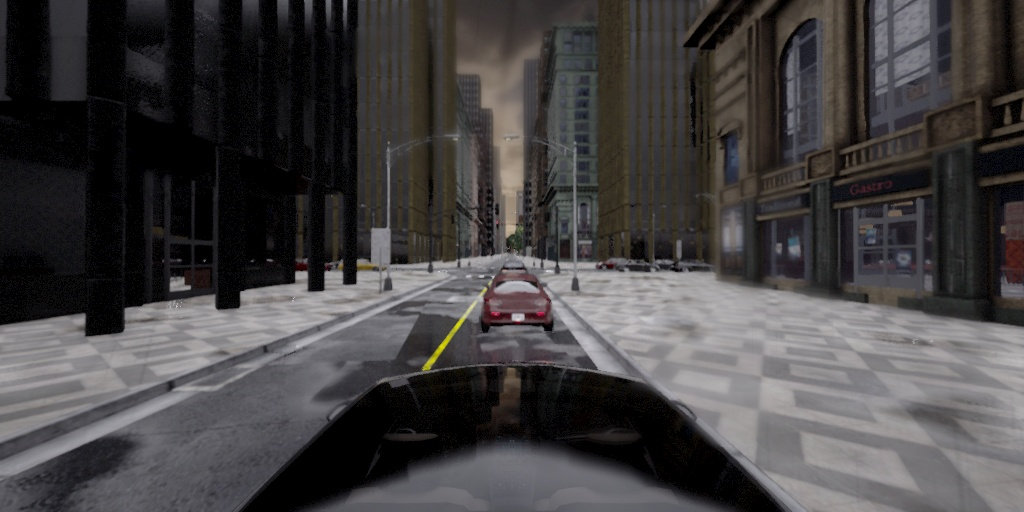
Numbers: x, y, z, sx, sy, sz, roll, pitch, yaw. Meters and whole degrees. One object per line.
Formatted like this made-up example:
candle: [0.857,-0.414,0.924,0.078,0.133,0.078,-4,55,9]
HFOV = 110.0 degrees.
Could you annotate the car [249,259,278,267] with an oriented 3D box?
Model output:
car: [-30.942,0.949,43.949,4.507,1.381,1.888,0,0,0]

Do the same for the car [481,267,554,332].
car: [0.098,1.205,10.428,1.812,1.442,4.674,0,0,-1]

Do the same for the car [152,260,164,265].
car: [-41.740,0.971,43.918,4.207,1.307,1.802,0,0,0]

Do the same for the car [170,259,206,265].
car: [-30.648,0.912,35.425,4.313,1.339,1.948,0,0,0]

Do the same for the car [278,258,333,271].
car: [-20.048,0.911,35.456,4.507,1.381,1.888,0,0,0]

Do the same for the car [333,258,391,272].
car: [-14.579,0.904,35.472,4.829,1.417,1.751,0,0,0]

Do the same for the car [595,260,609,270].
car: [12.346,0.957,44.076,4.097,1.591,1.967,0,0,0]

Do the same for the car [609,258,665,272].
car: [12.341,1.010,35.551,4.403,1.370,2.007,0,0,0]

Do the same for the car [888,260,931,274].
car: [40.683,1.041,35.633,4.097,1.591,1.967,0,0,0]

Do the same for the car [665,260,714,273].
car: [18.011,1.046,35.567,4.313,1.339,1.948,0,0,0]

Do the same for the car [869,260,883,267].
car: [46.358,1.138,44.175,4.097,1.591,1.967,0,0,0]

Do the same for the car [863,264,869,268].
car: [40.688,1.099,44.158,4.097,1.591,1.967,0,0,0]

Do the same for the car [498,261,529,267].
car: [0.107,1.064,23.561,2.128,1.511,4.902,0,0,0]
